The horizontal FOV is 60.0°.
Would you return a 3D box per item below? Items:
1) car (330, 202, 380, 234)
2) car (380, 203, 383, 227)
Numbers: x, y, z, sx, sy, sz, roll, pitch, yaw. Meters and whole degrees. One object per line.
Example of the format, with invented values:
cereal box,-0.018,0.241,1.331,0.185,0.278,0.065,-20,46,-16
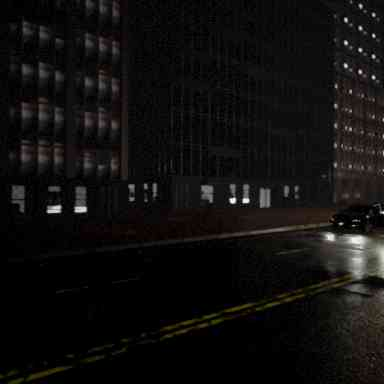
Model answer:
car,9.658,1.370,18.563,4.892,1.490,1.837,-1,0,-36
car,11.590,1.086,15.949,5.566,2.045,2.150,-1,0,-36
